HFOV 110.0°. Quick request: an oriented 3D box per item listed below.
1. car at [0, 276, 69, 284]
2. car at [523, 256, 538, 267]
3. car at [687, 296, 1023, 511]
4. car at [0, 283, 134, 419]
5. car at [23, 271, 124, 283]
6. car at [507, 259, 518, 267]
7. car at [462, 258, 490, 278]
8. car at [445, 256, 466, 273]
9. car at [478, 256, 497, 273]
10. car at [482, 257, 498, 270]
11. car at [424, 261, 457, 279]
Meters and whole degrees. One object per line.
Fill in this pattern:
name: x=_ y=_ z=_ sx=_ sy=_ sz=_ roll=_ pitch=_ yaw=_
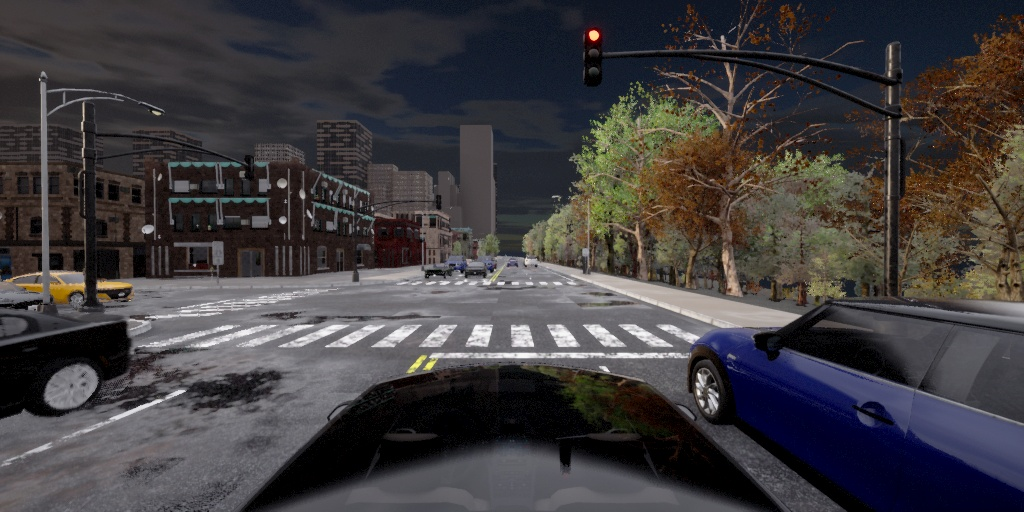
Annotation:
car: x=-19.946 y=1.564 z=13.347 sx=4.313 sy=1.339 sz=1.948 roll=0 pitch=0 yaw=0
car: x=3.358 y=0.948 z=63.696 sx=2.150 sy=2.045 sz=5.566 roll=0 pitch=0 yaw=0
car: x=3.351 y=1.102 z=2.888 sx=2.097 sy=1.767 sz=4.553 roll=0 pitch=0 yaw=0
car: x=-6.501 y=1.227 z=3.110 sx=1.882 sy=1.535 sz=5.008 roll=0 pitch=0 yaw=0
car: x=-20.007 y=1.450 z=16.043 sx=5.008 sy=1.535 sz=1.882 roll=0 pitch=1 yaw=-1
car: x=0.105 y=1.252 z=64.545 sx=1.812 sy=1.442 sz=4.674 roll=0 pitch=0 yaw=0
car: x=-3.344 y=1.217 z=34.003 sx=1.882 sy=1.535 sz=5.008 roll=0 pitch=0 yaw=-2
car: x=-6.579 y=0.957 z=42.530 sx=2.150 sy=2.045 sz=5.566 roll=0 pitch=0 yaw=0
car: x=-3.338 y=0.957 z=44.035 sx=2.150 sy=2.045 sz=5.566 roll=0 pitch=0 yaw=0
car: x=-3.327 y=1.083 z=54.306 sx=2.097 sy=1.767 sz=4.553 roll=0 pitch=0 yaw=0
car: x=-6.598 y=1.341 z=32.772 sx=1.895 sy=1.301 sz=4.718 roll=0 pitch=0 yaw=0
